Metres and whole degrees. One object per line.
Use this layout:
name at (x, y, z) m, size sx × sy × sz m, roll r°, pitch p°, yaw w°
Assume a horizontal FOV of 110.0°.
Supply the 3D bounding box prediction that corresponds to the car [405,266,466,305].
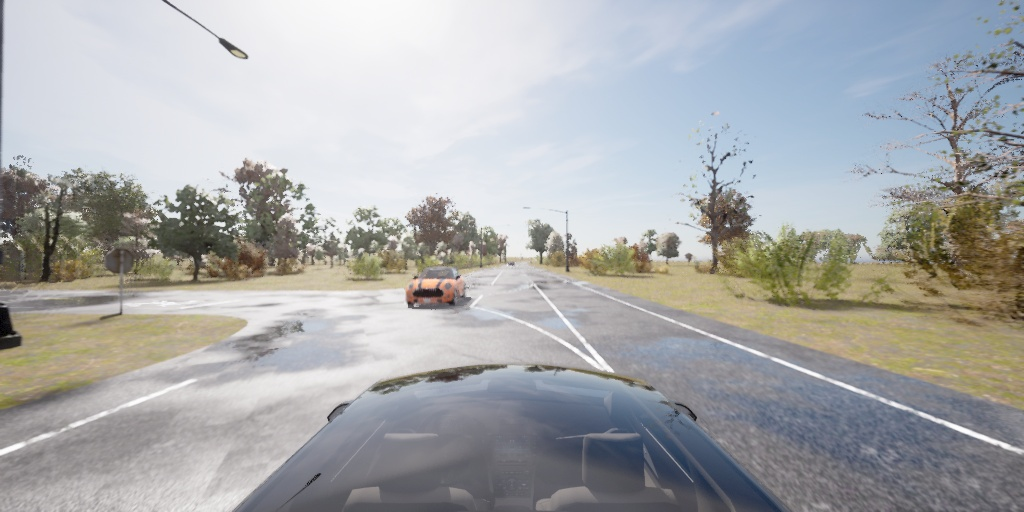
car at (-3.466, 1.290, 17.020) m, size 2.097 × 1.767 × 4.553 m, roll 0°, pitch -1°, yaw 0°
